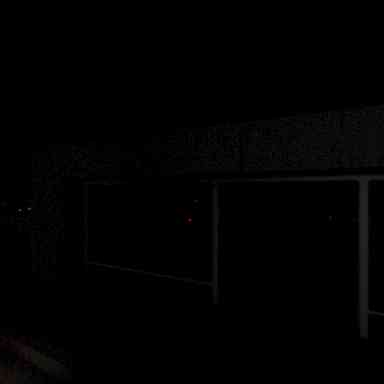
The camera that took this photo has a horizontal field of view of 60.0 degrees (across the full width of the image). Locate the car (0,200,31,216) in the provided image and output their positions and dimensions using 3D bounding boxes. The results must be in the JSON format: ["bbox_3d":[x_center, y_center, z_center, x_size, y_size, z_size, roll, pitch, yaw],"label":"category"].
[{"bbox_3d":[-15.239,1.520,30.688,1.837,1.490,4.892,0,0,34],"label":"car"}]
